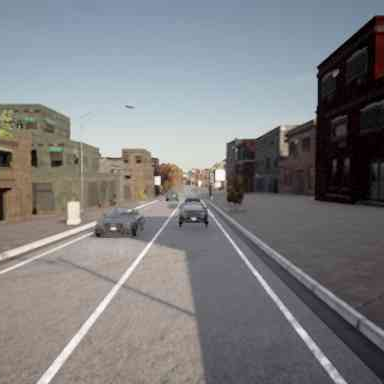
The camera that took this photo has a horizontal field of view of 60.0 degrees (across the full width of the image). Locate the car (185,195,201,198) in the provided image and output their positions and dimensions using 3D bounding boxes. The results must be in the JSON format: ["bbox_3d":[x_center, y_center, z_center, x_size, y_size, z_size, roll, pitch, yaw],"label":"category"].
[{"bbox_3d":[0.083,1.089,41.886,1.882,1.535,5.008,0,1,0],"label":"car"}]

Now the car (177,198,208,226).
[{"bbox_3d":[0.099,1.389,21.857,1.812,1.442,4.674,0,1,0],"label":"car"}]

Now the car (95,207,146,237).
[{"bbox_3d":[-3.599,1.476,17.251,1.994,1.385,4.181,0,1,0],"label":"car"}]

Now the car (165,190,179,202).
[{"bbox_3d":[-3.503,0.634,59.375,2.150,2.045,5.566,0,1,1],"label":"car"}]
